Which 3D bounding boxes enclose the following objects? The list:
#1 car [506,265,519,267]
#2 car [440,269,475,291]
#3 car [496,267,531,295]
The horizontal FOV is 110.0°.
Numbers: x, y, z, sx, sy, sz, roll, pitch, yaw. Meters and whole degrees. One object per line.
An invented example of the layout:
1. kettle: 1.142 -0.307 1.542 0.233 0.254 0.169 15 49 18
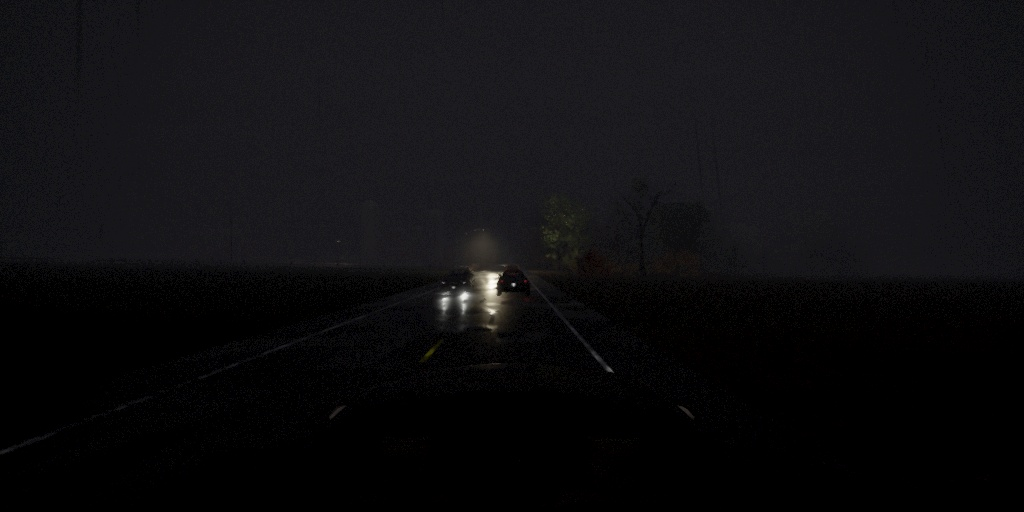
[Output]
1. car: 0.085 1.722 40.761 1.882 1.535 5.008 0 -1 0
2. car: -3.607 1.589 24.801 2.033 1.411 5.357 0 -1 0
3. car: 0.092 1.569 21.885 1.994 1.385 4.181 0 -1 0
